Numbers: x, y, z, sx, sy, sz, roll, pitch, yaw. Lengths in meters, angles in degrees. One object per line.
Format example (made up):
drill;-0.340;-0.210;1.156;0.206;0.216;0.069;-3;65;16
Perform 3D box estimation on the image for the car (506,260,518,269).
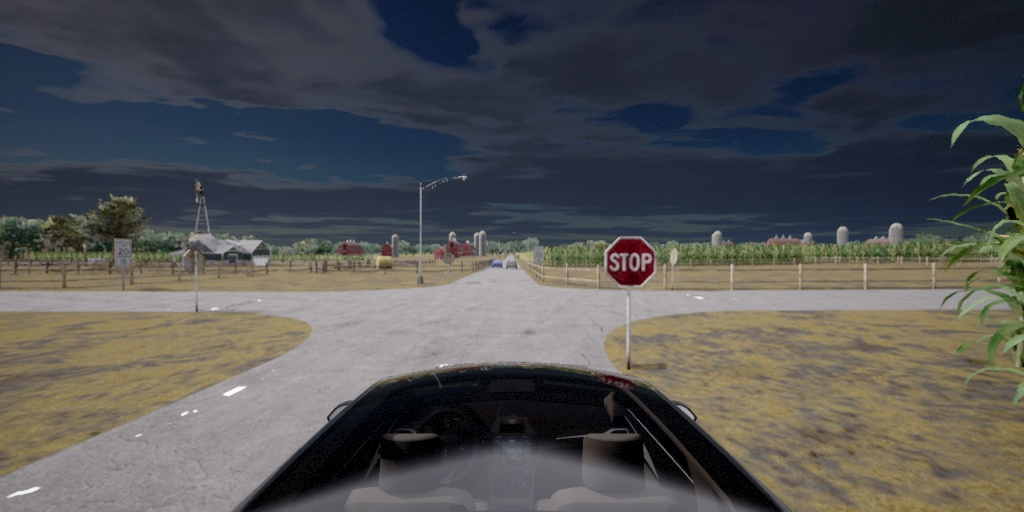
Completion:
car;-0.027;1.456;61.381;2.128;1.511;4.902;0;0;0
